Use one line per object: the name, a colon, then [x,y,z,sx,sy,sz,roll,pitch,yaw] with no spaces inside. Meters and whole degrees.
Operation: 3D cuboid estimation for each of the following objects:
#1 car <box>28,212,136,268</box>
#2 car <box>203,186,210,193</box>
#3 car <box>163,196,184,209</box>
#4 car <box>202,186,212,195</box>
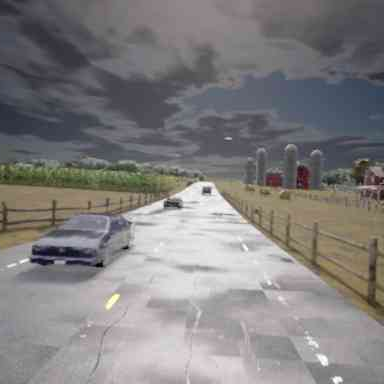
car: [-3.218,1.401,11.065,2.033,1.411,5.357,2,0,3]
car: [3.936,-0.680,88.834,1.837,1.490,4.892,2,3,3]
car: [-1.999,1.121,36.319,1.895,1.301,4.718,2,2,3]
car: [3.451,-0.394,78.212,2.150,2.045,5.566,2,2,3]
